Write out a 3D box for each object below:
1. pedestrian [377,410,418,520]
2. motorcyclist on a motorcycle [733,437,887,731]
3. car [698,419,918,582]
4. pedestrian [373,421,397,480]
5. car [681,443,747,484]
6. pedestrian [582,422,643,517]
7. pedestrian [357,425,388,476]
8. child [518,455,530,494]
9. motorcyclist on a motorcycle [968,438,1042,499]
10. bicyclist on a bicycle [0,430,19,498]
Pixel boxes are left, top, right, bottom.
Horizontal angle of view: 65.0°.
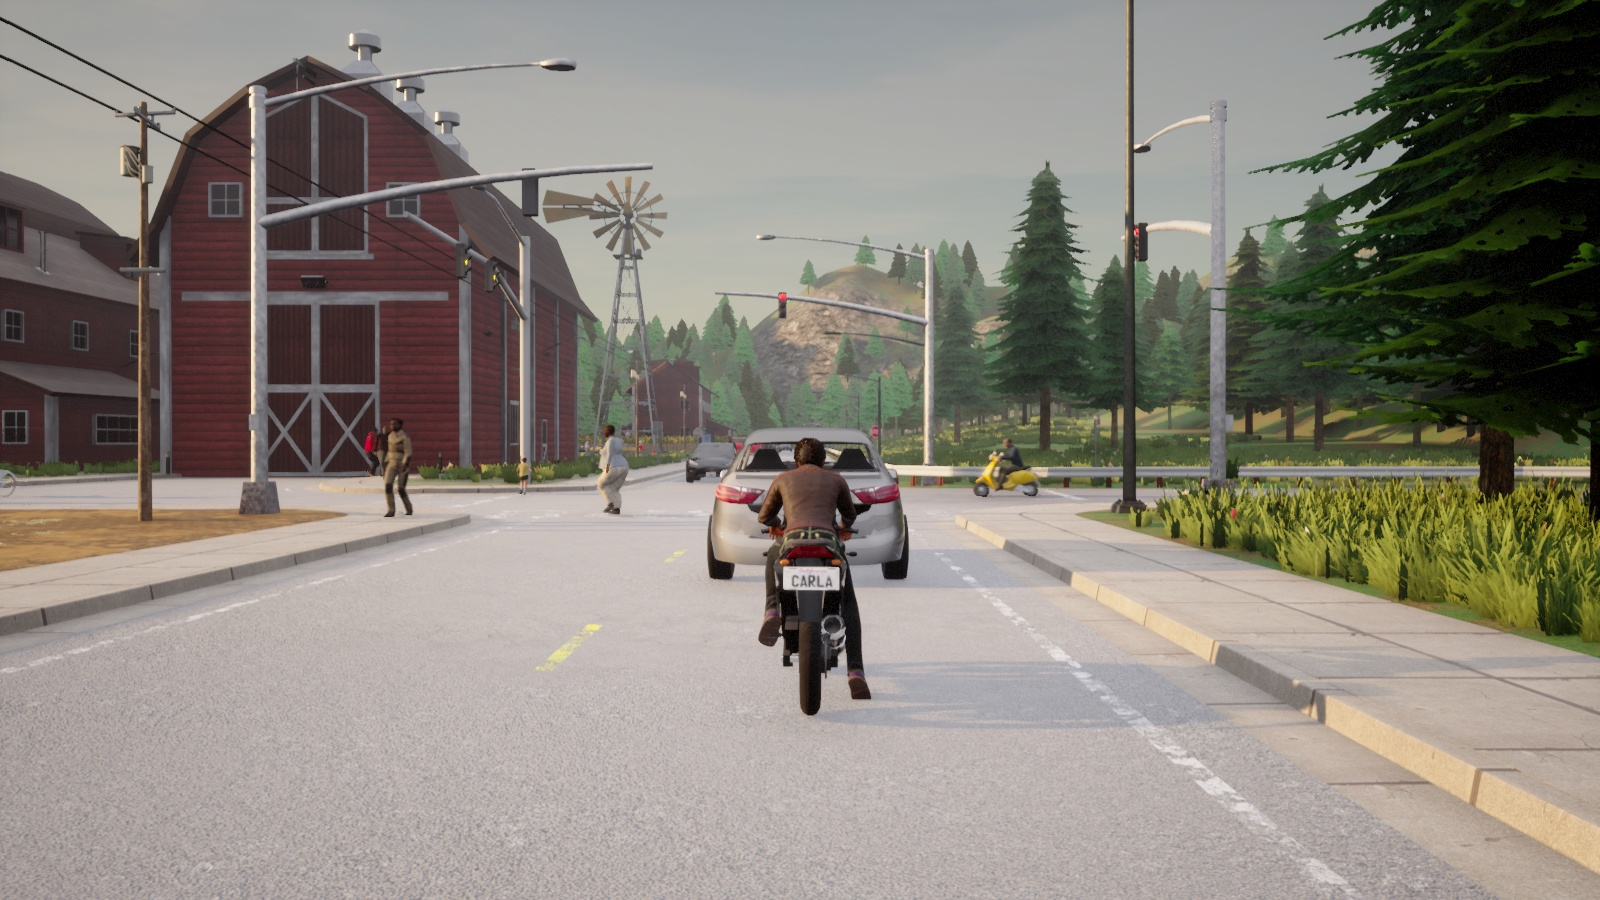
[{"bbox_3d":[-7.181,0.256,22.413,0.396,1.930,0.692,0,0,14],"label":"pedestrian"},{"bbox_3d":[0.058,0.685,7.517,0.797,1.523,2.044,0,0,0],"label":"motorcyclist on a motorcycle"},{"bbox_3d":[0.100,0.502,15.143,2.242,1.667,4.611,0,0,1],"label":"car"},{"bbox_3d":[-13.294,0.012,40.249,0.634,1.844,0.899,0,0,-25],"label":"pedestrian"},{"bbox_3d":[-3.211,0.462,47.878,2.163,1.488,4.792,0,0,0],"label":"car"},{"bbox_3d":[-3.735,0.380,25.049,0.900,1.855,0.874,0,0,20],"label":"pedestrian"},{"bbox_3d":[-15.427,0.016,45.351,0.899,1.844,0.634,0,0,0],"label":"pedestrian"},{"bbox_3d":[-7.765,0.688,35.323,0.255,1.110,0.394,0,0,-3],"label":"child"},{"bbox_3d":[5.447,0.485,33.452,1.817,1.590,0.866,0,1,-3],"label":"motorcyclist on a motorcycle"},{"bbox_3d":[-21.744,0.353,33.163,1.843,1.776,0.659,0,1,-1],"label":"bicyclist on a bicycle"}]
